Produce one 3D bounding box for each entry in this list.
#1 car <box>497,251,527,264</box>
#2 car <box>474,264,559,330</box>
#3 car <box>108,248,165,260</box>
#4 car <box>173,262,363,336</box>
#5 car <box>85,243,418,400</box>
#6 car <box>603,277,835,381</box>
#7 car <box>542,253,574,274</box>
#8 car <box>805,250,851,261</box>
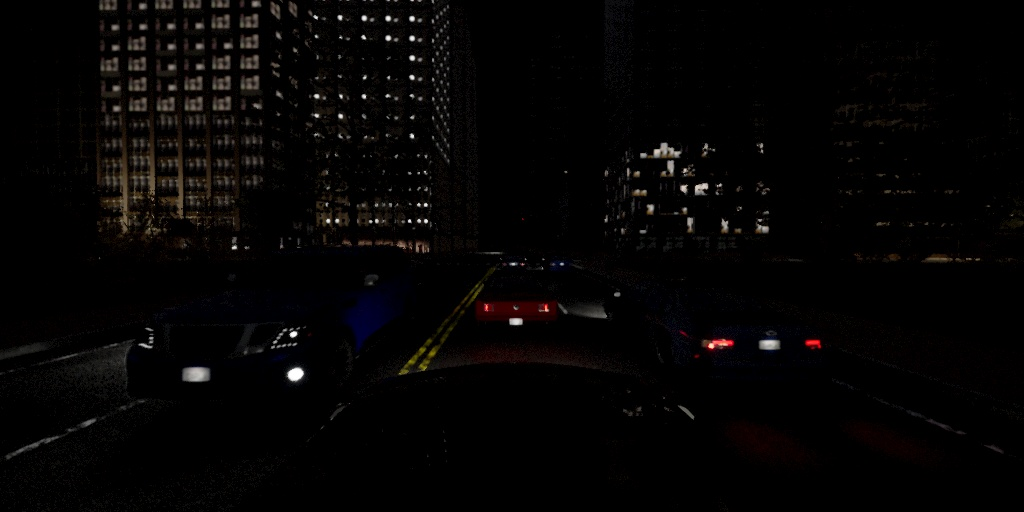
[{"bbox_3d":[0.097,0.510,26.505,2.033,1.411,5.357,0,2,0],"label":"car"},{"bbox_3d":[0.093,1.087,10.076,1.895,1.301,4.718,0,2,0],"label":"car"},{"bbox_3d":[-46.625,-0.261,44.613,4.902,1.511,2.128,0,1,2],"label":"car"},{"bbox_3d":[-6.603,1.012,10.761,2.033,1.411,5.357,0,2,0],"label":"car"},{"bbox_3d":[-3.350,0.819,6.555,2.150,2.045,5.566,0,2,0],"label":"car"},{"bbox_3d":[3.346,1.125,7.185,2.033,1.411,5.357,0,2,0],"label":"car"},{"bbox_3d":[3.346,0.511,26.483,2.033,1.411,5.357,0,2,0],"label":"car"},{"bbox_3d":[42.987,-0.162,48.138,4.902,1.511,2.128,0,1,2],"label":"car"}]
